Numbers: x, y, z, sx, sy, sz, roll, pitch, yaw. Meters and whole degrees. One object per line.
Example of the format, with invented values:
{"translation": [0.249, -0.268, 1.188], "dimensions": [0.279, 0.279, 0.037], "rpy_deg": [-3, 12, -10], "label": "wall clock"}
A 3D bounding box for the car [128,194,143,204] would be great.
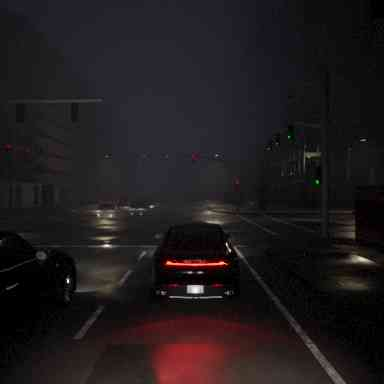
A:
{"translation": [-10.803, 1.351, 63.857], "dimensions": [2.097, 1.767, 4.553], "rpy_deg": [0, 0, 1], "label": "car"}

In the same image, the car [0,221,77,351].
{"translation": [-3.447, 1.352, 5.095], "dimensions": [2.097, 1.767, 4.553], "rpy_deg": [0, 0, 0], "label": "car"}

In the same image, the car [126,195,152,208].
{"translation": [-7.491, 1.546, 47.471], "dimensions": [2.033, 1.411, 5.357], "rpy_deg": [0, 0, 0], "label": "car"}

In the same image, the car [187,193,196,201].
{"translation": [-0.034, 1.223, 84.437], "dimensions": [2.150, 2.045, 5.566], "rpy_deg": [0, 0, 1], "label": "car"}

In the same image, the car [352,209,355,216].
{"translation": [15.966, 1.656, 27.649], "dimensions": [4.718, 1.301, 1.895], "rpy_deg": [0, 0, 0], "label": "car"}

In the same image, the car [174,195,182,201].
{"translation": [-3.536, 1.551, 84.211], "dimensions": [1.994, 1.385, 4.181], "rpy_deg": [0, 0, 1], "label": "car"}

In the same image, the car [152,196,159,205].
{"translation": [-7.406, 1.476, 57.450], "dimensions": [1.882, 1.535, 5.008], "rpy_deg": [0, 0, 1], "label": "car"}

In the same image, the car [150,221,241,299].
{"translation": [0.079, 1.505, 8.419], "dimensions": [1.837, 1.490, 4.892], "rpy_deg": [0, 0, 0], "label": "car"}

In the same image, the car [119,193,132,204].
{"translation": [-10.949, 1.220, 54.108], "dimensions": [2.150, 2.045, 5.566], "rpy_deg": [0, 0, 1], "label": "car"}

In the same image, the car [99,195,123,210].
{"translation": [-10.978, 1.477, 44.288], "dimensions": [1.882, 1.535, 5.008], "rpy_deg": [0, 0, 0], "label": "car"}

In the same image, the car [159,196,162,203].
{"translation": [-7.207, 1.546, 68.705], "dimensions": [2.033, 1.411, 5.357], "rpy_deg": [0, 0, 1], "label": "car"}
